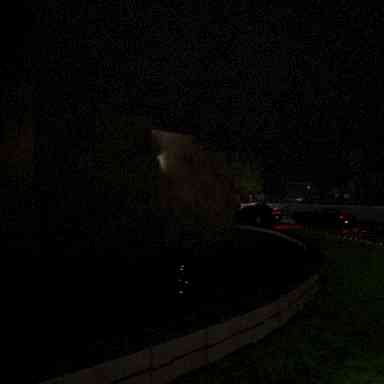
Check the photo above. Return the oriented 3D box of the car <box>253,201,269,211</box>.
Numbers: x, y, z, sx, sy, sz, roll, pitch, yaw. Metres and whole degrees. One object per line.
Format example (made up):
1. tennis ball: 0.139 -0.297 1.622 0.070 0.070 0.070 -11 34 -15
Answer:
1. car: 11.178 2.241 53.549 1.994 1.385 4.181 0 -1 19

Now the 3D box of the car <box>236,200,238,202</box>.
1. car: 6.002 1.978 49.256 2.097 1.767 4.553 0 -1 19

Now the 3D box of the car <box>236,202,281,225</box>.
1. car: 5.138 1.864 28.145 1.882 1.535 5.008 1 -1 -39

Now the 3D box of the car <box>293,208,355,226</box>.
1. car: 10.445 1.973 26.757 1.895 1.301 4.718 0 -1 -29
